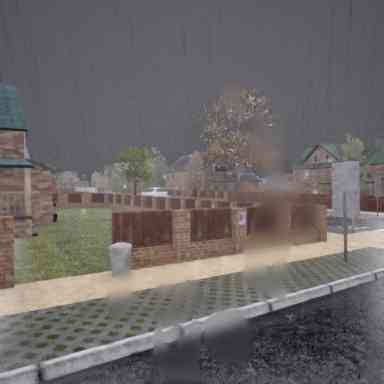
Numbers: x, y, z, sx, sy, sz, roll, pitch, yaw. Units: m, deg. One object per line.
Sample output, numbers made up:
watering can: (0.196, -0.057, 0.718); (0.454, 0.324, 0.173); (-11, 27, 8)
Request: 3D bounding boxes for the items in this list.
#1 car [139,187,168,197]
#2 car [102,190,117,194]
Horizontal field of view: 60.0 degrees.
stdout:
car: (-5.449, 0.372, 46.660); (2.150, 2.045, 5.566); (-2, 2, -34)
car: (-15.269, 0.319, 60.955); (2.128, 1.511, 4.902); (-2, 2, -33)
